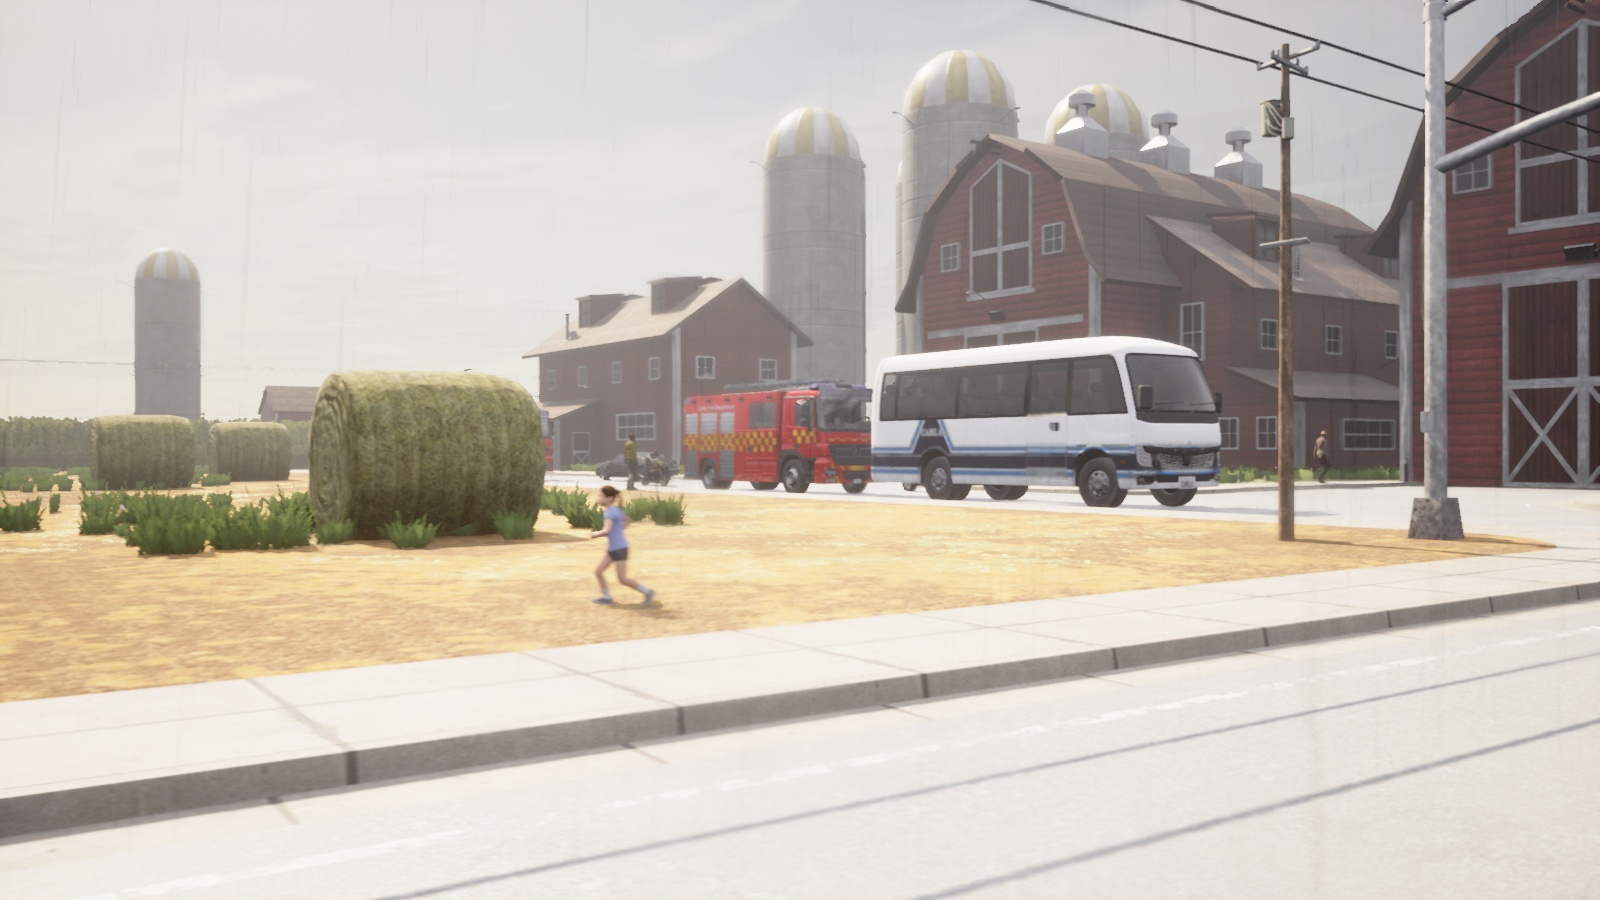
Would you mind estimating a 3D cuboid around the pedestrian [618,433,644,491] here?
[{"bbox_3d":[-5.359,0.380,39.896,0.726,1.835,0.370,0,0,-31],"label":"pedestrian"}]

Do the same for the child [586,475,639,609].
[{"bbox_3d":[-1.586,0.767,10.617,0.394,1.110,0.255,0,0,-18],"label":"child"}]

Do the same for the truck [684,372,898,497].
[{"bbox_3d":[-0.535,-0.466,42.767,2.891,3.827,8.468,0,0,-36],"label":"truck"}]

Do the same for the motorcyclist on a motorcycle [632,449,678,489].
[{"bbox_3d":[-5.791,0.746,50.042,0.866,1.530,2.191,-1,0,-36],"label":"motorcyclist on a motorcycle"}]

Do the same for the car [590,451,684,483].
[{"bbox_3d":[-7.651,0.785,58.585,2.033,1.411,5.357,0,0,-36],"label":"car"}]

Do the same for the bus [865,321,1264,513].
[{"bbox_3d":[6.487,-0.720,33.061,3.944,4.253,10.273,-1,0,-36],"label":"bus"}]

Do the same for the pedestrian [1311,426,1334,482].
[{"bbox_3d":[17.494,0.127,42.078,0.634,1.846,0.331,0,0,-16],"label":"pedestrian"}]

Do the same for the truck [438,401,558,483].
[{"bbox_3d":[-15.331,-0.381,63.223,2.891,3.827,8.468,0,0,-36],"label":"truck"}]
